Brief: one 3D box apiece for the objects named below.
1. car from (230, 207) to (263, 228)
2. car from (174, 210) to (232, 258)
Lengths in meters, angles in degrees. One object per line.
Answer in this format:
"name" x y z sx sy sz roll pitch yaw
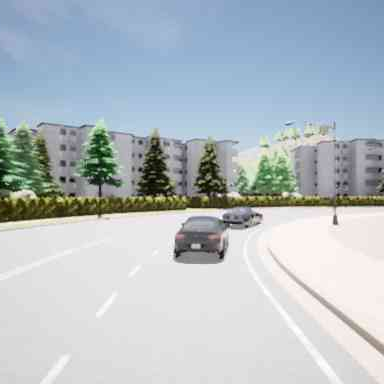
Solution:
"car" 3.784 1.818 24.733 2.033 1.411 5.357 0 -1 26
"car" 0.488 1.673 13.420 1.812 1.442 4.674 0 0 9
